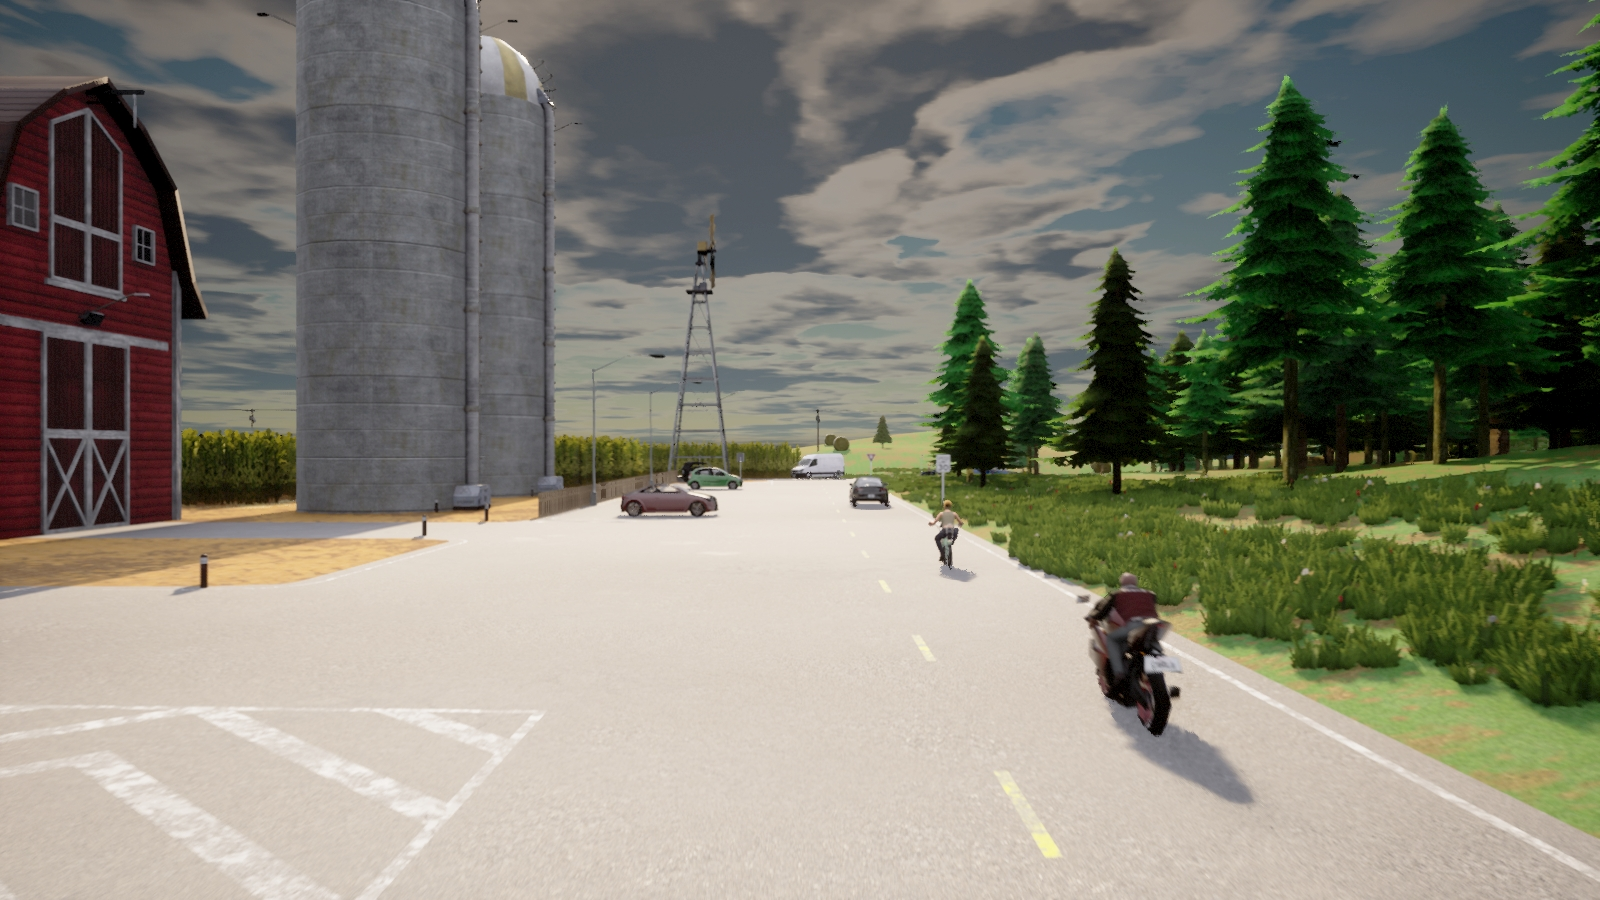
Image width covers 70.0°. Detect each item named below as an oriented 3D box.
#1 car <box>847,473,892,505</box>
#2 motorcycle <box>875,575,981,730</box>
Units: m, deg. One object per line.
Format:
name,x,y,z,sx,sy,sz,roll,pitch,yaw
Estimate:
car,3.501,1.947,58.258,2.002,1.442,4.674,0,0,0
motorcycle,1.303,2.066,12.090,0.867,1.251,2.209,0,0,0
